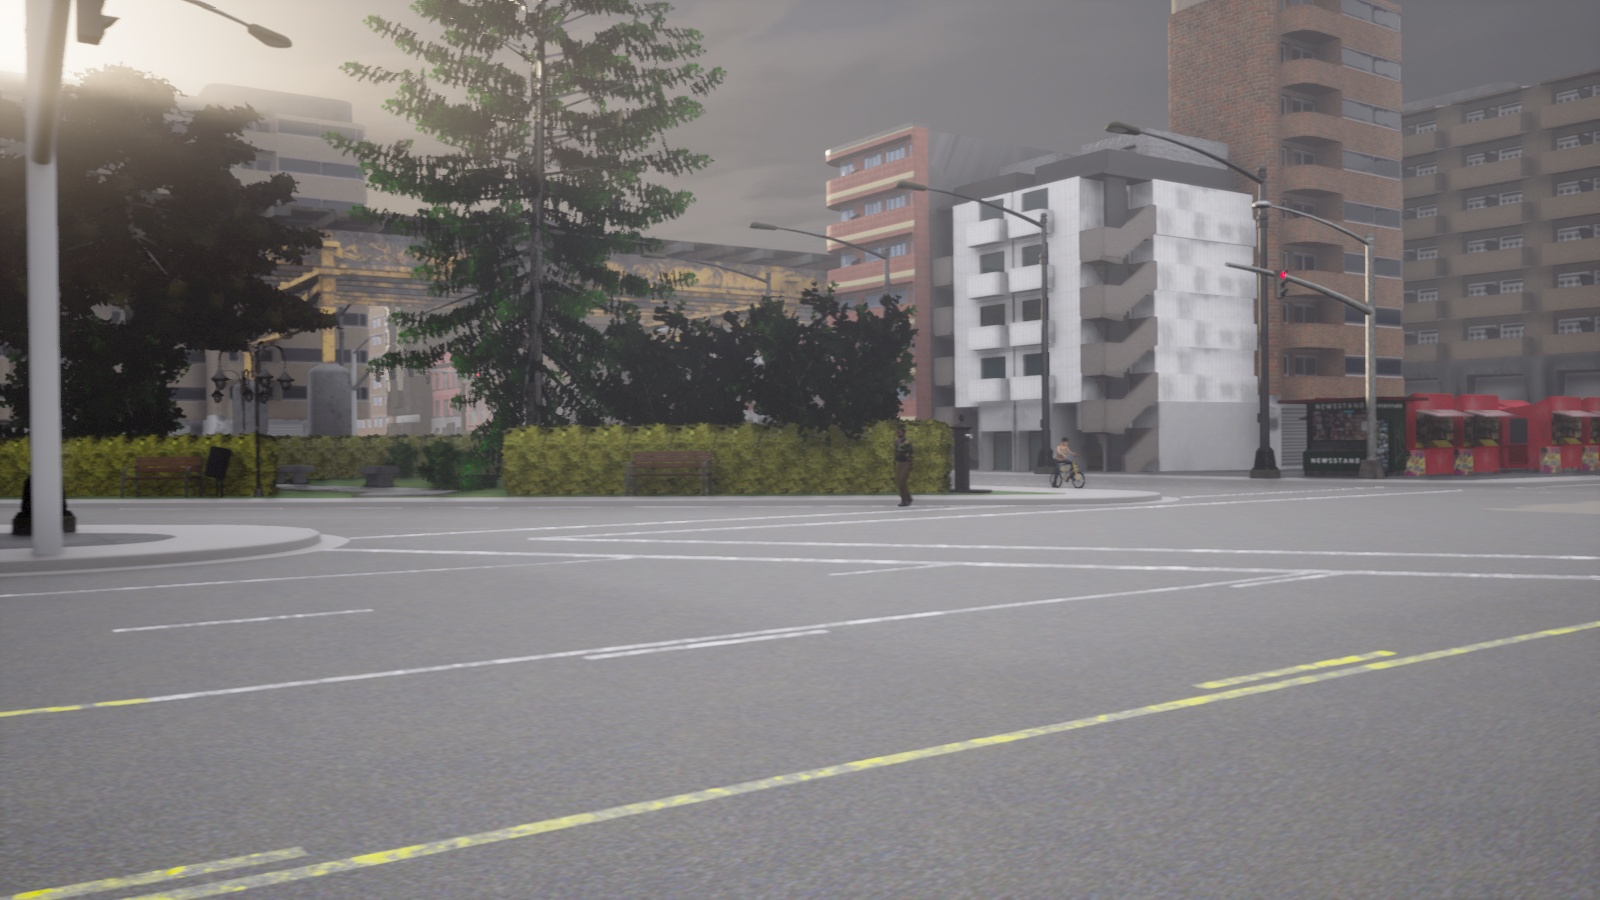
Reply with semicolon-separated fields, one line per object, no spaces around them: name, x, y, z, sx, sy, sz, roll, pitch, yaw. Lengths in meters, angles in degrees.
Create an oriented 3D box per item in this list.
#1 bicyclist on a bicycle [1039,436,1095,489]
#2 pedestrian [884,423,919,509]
bicyclist on a bicycle;8.343;0.369;39.306;0.866;1.612;1.509;-1;0;-34
pedestrian;2.306;0.355;28.447;0.692;1.930;0.395;-1;1;-40
